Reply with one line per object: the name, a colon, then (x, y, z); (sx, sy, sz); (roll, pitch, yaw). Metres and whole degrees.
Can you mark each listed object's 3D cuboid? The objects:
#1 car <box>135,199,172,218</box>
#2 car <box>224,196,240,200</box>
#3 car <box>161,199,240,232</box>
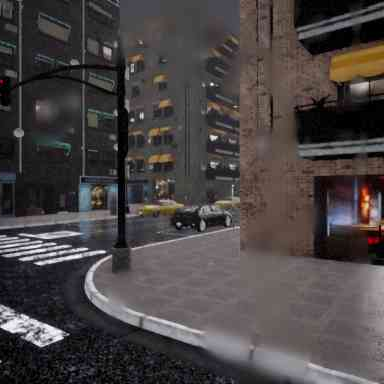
car: (-2.524, 1.252, 27.351); (1.752, 1.417, 4.829); (1, 1, 36)
car: (4.146, 1.111, 36.523); (1.752, 1.417, 4.829); (1, 1, 36)
car: (0.631, 1.332, 18.292); (2.008, 1.369, 4.403); (1, 1, 36)
